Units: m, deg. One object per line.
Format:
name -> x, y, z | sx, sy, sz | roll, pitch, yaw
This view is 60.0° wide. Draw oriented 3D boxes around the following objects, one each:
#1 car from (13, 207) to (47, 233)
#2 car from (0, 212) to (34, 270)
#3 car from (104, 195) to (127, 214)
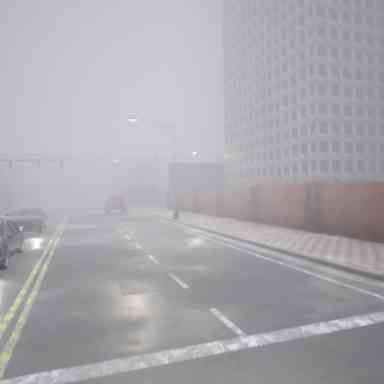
car -> -10.221, 1.684, 20.781 | 1.882, 1.535, 5.008 | -1, 0, -19
car -> -7.047, 1.689, 11.504 | 2.033, 1.411, 5.357 | -1, 0, -19
car -> -9.114, 1.410, 39.455 | 2.150, 2.045, 5.566 | -1, 0, -19
